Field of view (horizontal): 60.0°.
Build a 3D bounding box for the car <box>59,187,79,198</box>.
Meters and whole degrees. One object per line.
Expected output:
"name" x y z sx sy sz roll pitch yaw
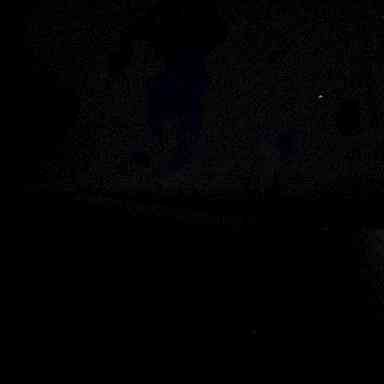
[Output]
"car" -18.542 0.048 49.975 1.882 1.535 5.008 -2 3 -36
